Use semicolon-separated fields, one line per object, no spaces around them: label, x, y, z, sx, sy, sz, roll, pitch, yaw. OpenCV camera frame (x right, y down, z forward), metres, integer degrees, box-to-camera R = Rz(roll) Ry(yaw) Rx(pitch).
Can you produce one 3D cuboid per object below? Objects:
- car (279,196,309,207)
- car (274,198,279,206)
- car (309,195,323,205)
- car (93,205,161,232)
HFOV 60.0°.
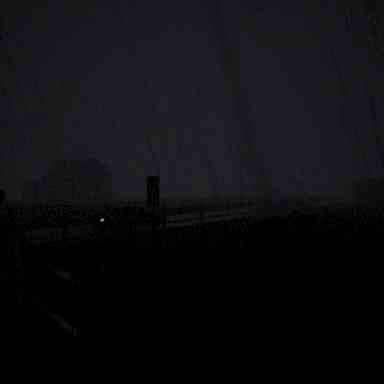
car;13.827;1.287;44.782;1.812;1.442;4.674;0;0;35
car;14.063;1.304;50.049;2.033;1.411;5.357;0;0;35
car;19.641;1.235;53.282;1.812;1.442;4.674;0;0;35
car;-3.695;1.461;19.531;1.994;1.385;4.181;0;0;35
